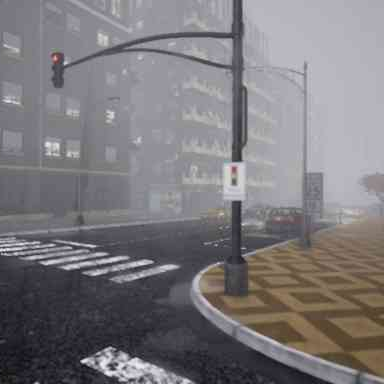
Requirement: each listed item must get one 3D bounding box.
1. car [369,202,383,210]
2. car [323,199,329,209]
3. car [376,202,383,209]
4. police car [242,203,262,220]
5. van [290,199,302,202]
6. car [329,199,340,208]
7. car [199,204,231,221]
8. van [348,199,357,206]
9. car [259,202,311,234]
[{"bbox_3d":[32.000,2.469,57.846,1.947,1.339,4.313,-1,-1,35],"label":"car"},{"bbox_3d":[21.948,2.307,57.977,1.887,1.381,4.507,-1,-1,35],"label":"car"},{"bbox_3d":[38.473,2.630,67.107,2.008,1.369,4.403,-1,-1,35],"label":"car"},{"bbox_3d":[6.352,1.801,31.005,2.038,1.542,4.974,0,-1,35],"label":"police car"},{"bbox_3d":[15.476,1.927,48.720,1.690,1.788,3.998,-1,-1,35],"label":"van"},{"bbox_3d":[28.421,2.253,67.242,2.192,1.841,5.009,-1,-1,35],"label":"car"},{"bbox_3d":[2.432,1.757,30.055,1.752,1.417,4.829,-1,-1,35],"label":"car"},{"bbox_3d":[41.331,2.632,85.788,1.690,1.788,3.998,-1,-1,35],"label":"van"},{"bbox_3d":[6.109,1.640,20.805,1.967,1.590,4.097,-1,-1,35],"label":"car"}]
